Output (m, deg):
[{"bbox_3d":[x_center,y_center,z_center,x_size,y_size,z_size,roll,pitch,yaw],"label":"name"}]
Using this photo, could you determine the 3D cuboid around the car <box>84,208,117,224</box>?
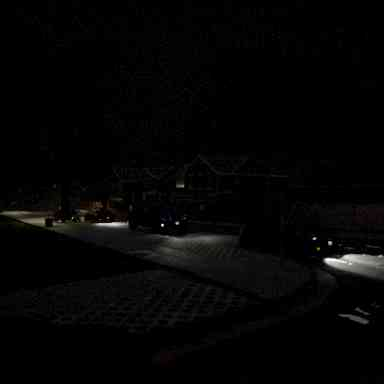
[{"bbox_3d":[-8.745,2.188,31.554,1.994,1.385,4.181,0,-1,-36],"label":"car"}]

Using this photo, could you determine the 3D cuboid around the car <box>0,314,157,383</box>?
[{"bbox_3d":[-2.362,1.522,1.259,4.892,1.490,1.837,0,0,-36],"label":"car"}]

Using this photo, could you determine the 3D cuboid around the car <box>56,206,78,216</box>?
[{"bbox_3d":[-15.612,2.404,41.221,1.994,1.385,4.181,0,-1,-35],"label":"car"}]

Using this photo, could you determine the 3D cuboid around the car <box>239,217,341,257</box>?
[{"bbox_3d":[3.913,1.751,13.861,1.994,1.385,4.181,0,-1,-36],"label":"car"}]

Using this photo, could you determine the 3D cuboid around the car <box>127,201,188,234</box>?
[{"bbox_3d":[-2.531,1.637,22.871,2.150,2.045,5.566,0,-1,-36],"label":"car"}]
